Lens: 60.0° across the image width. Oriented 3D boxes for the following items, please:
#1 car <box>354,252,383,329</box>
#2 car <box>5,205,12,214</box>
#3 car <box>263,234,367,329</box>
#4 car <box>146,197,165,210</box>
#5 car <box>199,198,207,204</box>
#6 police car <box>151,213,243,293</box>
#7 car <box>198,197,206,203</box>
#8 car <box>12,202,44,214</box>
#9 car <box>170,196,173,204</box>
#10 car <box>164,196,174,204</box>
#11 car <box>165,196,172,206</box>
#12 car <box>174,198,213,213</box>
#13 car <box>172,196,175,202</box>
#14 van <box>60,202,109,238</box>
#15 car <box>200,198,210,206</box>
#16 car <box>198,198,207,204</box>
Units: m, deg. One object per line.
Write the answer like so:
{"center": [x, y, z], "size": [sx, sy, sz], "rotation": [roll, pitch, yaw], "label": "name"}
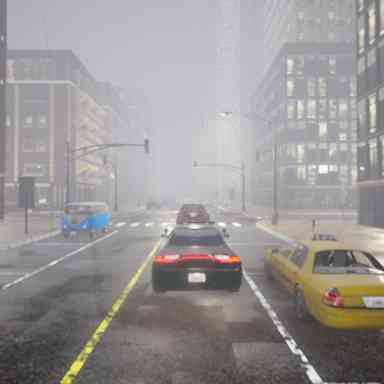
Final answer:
{"center": [2.705, 1.448, 1.412], "size": [1.967, 1.590, 4.097], "rotation": [1, 0, 0], "label": "car"}
{"center": [-19.044, 1.362, 28.999], "size": [5.009, 1.841, 2.192], "rotation": [0, -1, 0], "label": "car"}
{"center": [2.702, 1.566, 7.106], "size": [1.752, 1.417, 4.829], "rotation": [1, 0, 0], "label": "car"}
{"center": [-5.719, 1.664, 50.382], "size": [2.192, 1.841, 5.009], "rotation": [0, 0, 0], "label": "car"}
{"center": [2.638, 2.133, 78.868], "size": [1.752, 1.417, 4.829], "rotation": [0, -1, 0], "label": "car"}
{"center": [0.095, 1.556, 9.081], "size": [2.038, 1.542, 4.974], "rotation": [0, 0, 0], "label": "police car"}
{"center": [2.630, 2.162, 90.025], "size": [1.967, 1.590, 4.097], "rotation": [0, -1, 0], "label": "car"}
{"center": [-19.081, 1.728, 37.374], "size": [4.507, 1.381, 1.887], "rotation": [0, -1, 0], "label": "car"}
{"center": [-5.738, 2.132, 73.029], "size": [1.802, 1.307, 4.206], "rotation": [0, -1, 0], "label": "car"}
{"center": [-5.745, 1.979, 84.358], "size": [2.192, 1.841, 5.009], "rotation": [0, -1, 0], "label": "car"}
{"center": [-5.734, 2.062, 67.367], "size": [1.947, 1.339, 4.313], "rotation": [0, -1, 0], "label": "car"}
{"center": [0.076, 1.493, 22.788], "size": [2.097, 1.767, 4.553], "rotation": [0, 0, 0], "label": "car"}
{"center": [-5.742, 2.046, 78.693], "size": [1.967, 1.590, 4.097], "rotation": [0, -1, 0], "label": "car"}
{"center": [-5.672, 1.450, 17.977], "size": [1.690, 1.788, 3.998], "rotation": [1, 0, 0], "label": "van"}
{"center": [2.646, 2.023, 67.543], "size": [1.752, 1.417, 4.829], "rotation": [0, -1, 0], "label": "car"}
{"center": [2.633, 2.230, 84.361], "size": [1.947, 1.339, 4.313], "rotation": [0, -1, 0], "label": "car"}
